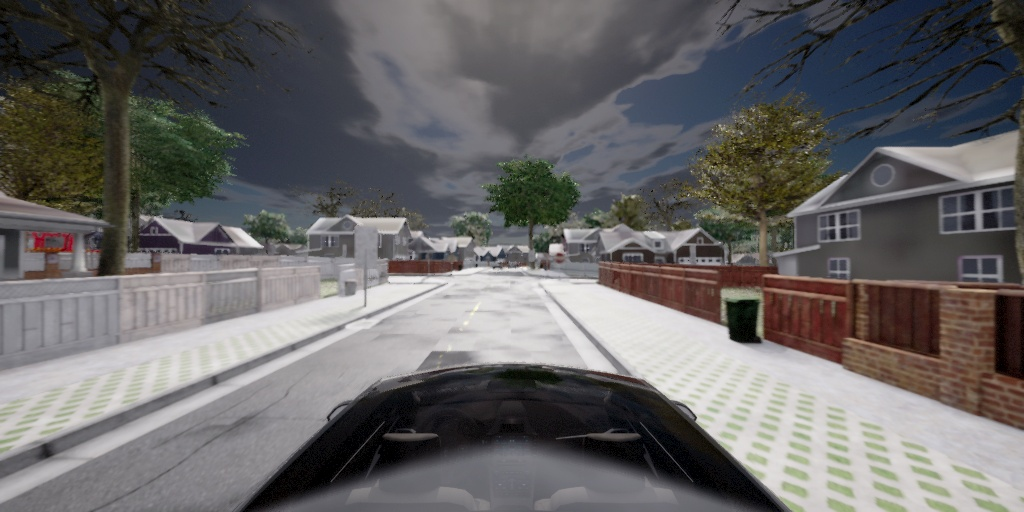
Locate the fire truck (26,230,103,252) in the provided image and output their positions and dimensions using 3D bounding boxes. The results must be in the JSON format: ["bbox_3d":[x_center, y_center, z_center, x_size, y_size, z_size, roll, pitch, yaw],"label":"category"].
[{"bbox_3d":[-39.603,-0.490,31.643,8.468,3.827,2.891,1,-1,-1],"label":"fire truck"}]
